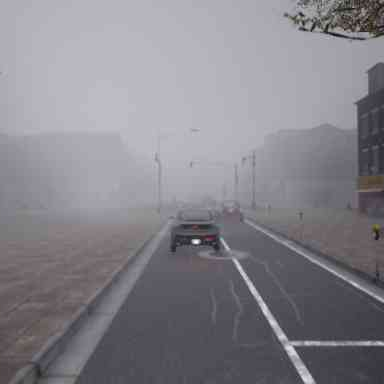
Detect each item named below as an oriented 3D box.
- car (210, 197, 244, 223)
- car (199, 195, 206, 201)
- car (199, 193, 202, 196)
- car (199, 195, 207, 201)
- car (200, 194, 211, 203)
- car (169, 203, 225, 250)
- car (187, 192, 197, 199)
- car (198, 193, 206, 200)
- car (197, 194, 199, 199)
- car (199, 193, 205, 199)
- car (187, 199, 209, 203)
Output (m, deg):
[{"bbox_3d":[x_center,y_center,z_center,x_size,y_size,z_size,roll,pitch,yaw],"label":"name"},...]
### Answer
[{"bbox_3d":[2.660,1.311,24.642,1.967,1.590,4.097,2,0,0],"label":"car"},{"bbox_3d":[2.642,1.396,84.184,1.752,1.417,4.829,1,0,0],"label":"car"},{"bbox_3d":[2.647,1.334,62.433,1.752,1.417,4.829,1,0,0],"label":"car"},{"bbox_3d":[2.643,1.376,78.746,1.752,1.417,4.829,1,0,0],"label":"car"},{"bbox_3d":[2.649,1.369,51.390,1.947,1.339,4.313,1,0,0],"label":"car"},{"bbox_3d":[0.096,1.426,13.819,1.837,1.490,4.892,0,1,-1],"label":"car"},{"bbox_3d":[-0.012,1.077,81.522,2.150,2.045,5.566,0,0,0],"label":"car"},{"bbox_3d":[2.645,1.208,89.454,2.192,1.841,5.009,1,0,0],"label":"car"},{"bbox_3d":[2.643,1.399,73.139,1.947,1.339,4.313,1,0,0],"label":"car"},{"bbox_3d":[2.647,1.370,56.827,1.947,1.339,4.313,1,0,0],"label":"car"},{"bbox_3d":[0.092,1.467,25.728,1.895,1.301,4.718,0,0,0],"label":"car"}]
